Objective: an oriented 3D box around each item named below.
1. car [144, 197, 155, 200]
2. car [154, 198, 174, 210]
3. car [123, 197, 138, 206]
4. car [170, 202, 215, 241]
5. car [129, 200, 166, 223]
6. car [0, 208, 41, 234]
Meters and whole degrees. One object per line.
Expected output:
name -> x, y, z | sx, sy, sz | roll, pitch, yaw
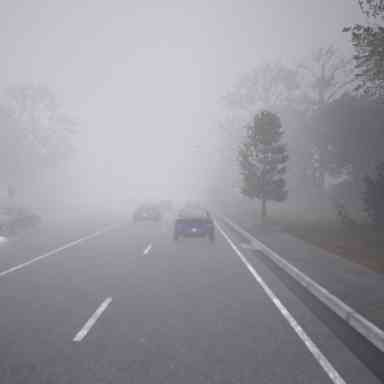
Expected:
car -> -7.061, 1.628, 57.284 | 1.837, 1.490, 4.892 | 0, 0, 1
car -> -3.435, 1.658, 42.957 | 1.994, 1.385, 4.181 | 0, 0, 0
car -> -10.557, 1.601, 57.198 | 1.882, 1.535, 5.008 | 0, 0, 1
car -> 0.093, 1.515, 17.032 | 1.882, 1.535, 5.008 | 0, 0, 0
car -> -3.411, 1.622, 26.266 | 1.994, 1.385, 4.181 | 0, 0, 0
car -> -10.507, 1.605, 19.296 | 1.994, 1.385, 4.181 | 0, 0, 0
